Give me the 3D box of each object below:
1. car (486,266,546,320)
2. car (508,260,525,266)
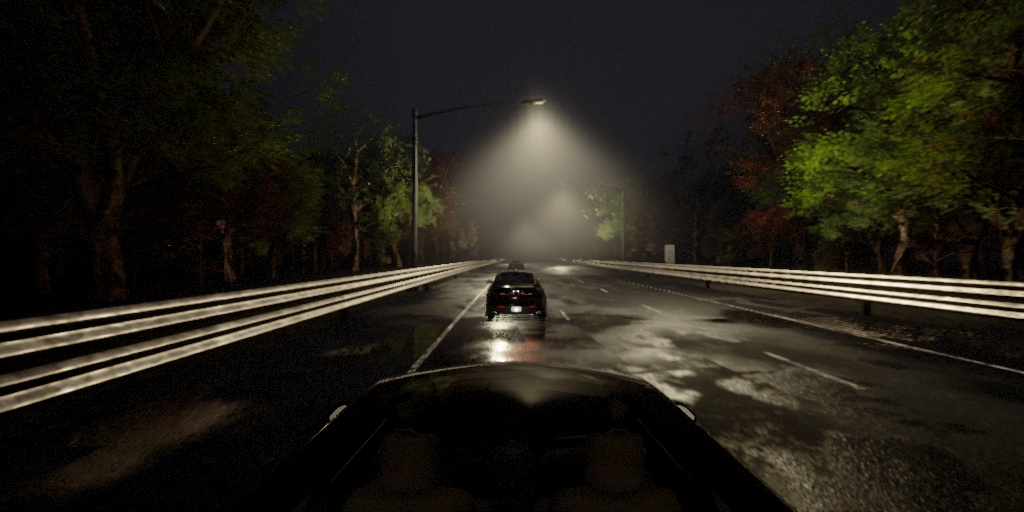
[{"bbox_3d":[0.138,1.255,12.559,1.837,1.490,4.892,0,0,0],"label":"car"},{"bbox_3d":[0.522,1.251,43.165,1.837,1.490,4.892,0,0,1],"label":"car"}]
